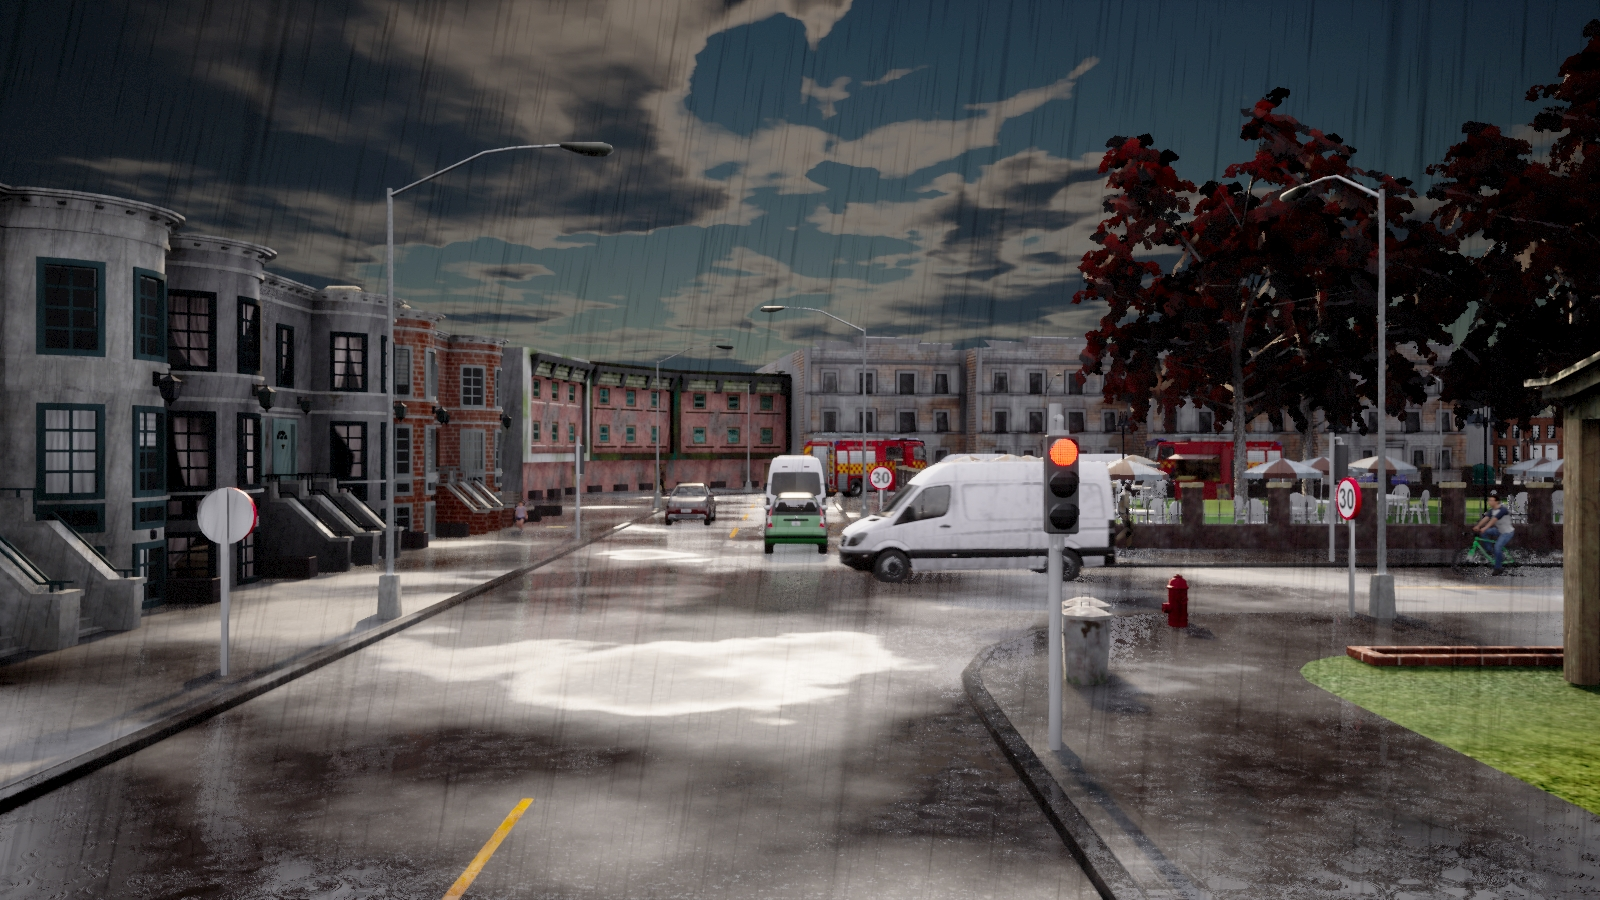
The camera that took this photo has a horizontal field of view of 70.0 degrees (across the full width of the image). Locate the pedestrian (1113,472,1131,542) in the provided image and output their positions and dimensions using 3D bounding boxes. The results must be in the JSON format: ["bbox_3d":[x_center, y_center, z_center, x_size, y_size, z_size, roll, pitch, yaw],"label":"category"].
[{"bbox_3d":[8.607,1.517,30.544,0.375,1.860,0.375,0,0,0],"label":"pedestrian"}]

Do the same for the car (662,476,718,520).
[{"bbox_3d":[-4.154,1.806,43.645,1.789,1.549,3.705,0,0,0],"label":"car"}]

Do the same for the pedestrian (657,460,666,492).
[{"bbox_3d":[-8.145,1.525,67.276,0.375,1.860,0.375,0,0,25],"label":"pedestrian"}]

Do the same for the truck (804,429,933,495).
[{"bbox_3d":[4.295,0.672,70.228,8.468,3.827,2.891,0,0,-43],"label":"truck"}]

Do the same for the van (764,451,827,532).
[{"bbox_3d":[-0.147,1.315,39.074,1.988,2.561,5.915,0,0,0],"label":"van"}]

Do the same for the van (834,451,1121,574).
[{"bbox_3d":[3.784,1.314,25.017,5.915,2.561,1.988,0,0,-4],"label":"van"}]

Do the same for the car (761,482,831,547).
[{"bbox_3d":[-0.119,1.779,32.373,1.851,1.617,3.988,0,0,0],"label":"car"}]

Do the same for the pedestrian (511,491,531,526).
[{"bbox_3d":[-9.104,1.904,37.278,0.500,1.100,0.500,0,0,2],"label":"pedestrian"}]
